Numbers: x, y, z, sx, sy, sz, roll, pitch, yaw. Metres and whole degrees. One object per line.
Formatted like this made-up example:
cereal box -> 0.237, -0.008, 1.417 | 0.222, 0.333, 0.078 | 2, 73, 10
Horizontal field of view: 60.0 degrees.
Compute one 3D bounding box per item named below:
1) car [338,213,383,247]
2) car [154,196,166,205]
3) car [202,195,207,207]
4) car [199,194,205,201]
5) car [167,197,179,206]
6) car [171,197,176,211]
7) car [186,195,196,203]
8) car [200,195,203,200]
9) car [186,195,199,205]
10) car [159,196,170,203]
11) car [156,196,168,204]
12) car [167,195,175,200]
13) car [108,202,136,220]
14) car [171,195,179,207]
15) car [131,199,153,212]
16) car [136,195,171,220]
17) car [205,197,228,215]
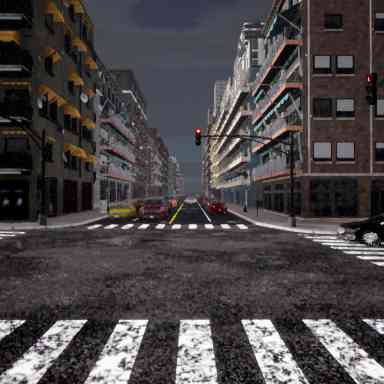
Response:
car -> 9.312, 1.688, 15.248 | 4.892, 1.490, 1.837 | 1, 0, 4
car -> -5.887, 1.545, 61.003 | 1.752, 1.417, 4.829 | 1, 0, 0
car -> 2.568, 1.451, 39.093 | 1.967, 1.590, 4.097 | 1, 0, 0
car -> 2.726, 1.382, 81.883 | 2.097, 1.767, 4.553 | 0, 0, 0
car -> -3.253, 1.619, 57.447 | 1.895, 1.301, 4.718 | 0, 0, 0
car -> -3.227, 1.558, 37.608 | 2.033, 1.411, 5.357 | 0, 0, 0
car -> -0.233, 1.480, 69.828 | 2.128, 1.511, 4.902 | 0, 0, 0
car -> 2.530, 1.597, 50.140 | 1.802, 1.307, 4.206 | 1, 0, 0
car -> -0.199, 1.620, 59.851 | 1.895, 1.301, 4.718 | 0, 0, 0
car -> -5.925, 1.570, 72.220 | 1.887, 1.381, 4.507 | 1, 0, 0
car -> -5.906, 1.573, 66.697 | 2.008, 1.369, 4.403 | 1, 0, 0
car -> -5.998, 1.589, 94.313 | 2.008, 1.369, 4.403 | 1, 0, 0
car -> -5.776, 1.532, 27.862 | 1.752, 1.417, 4.829 | 1, 0, 0
car -> -3.249, 1.366, 47.397 | 2.097, 1.767, 4.553 | 0, 0, 0
car -> -5.814, 1.555, 39.079 | 1.887, 1.381, 4.507 | 1, 0, 0
car -> -3.168, 1.359, 28.116 | 2.097, 1.767, 4.553 | 0, 0, -1
car -> 2.586, 1.554, 33.570 | 1.887, 1.381, 4.507 | 1, 0, 0
